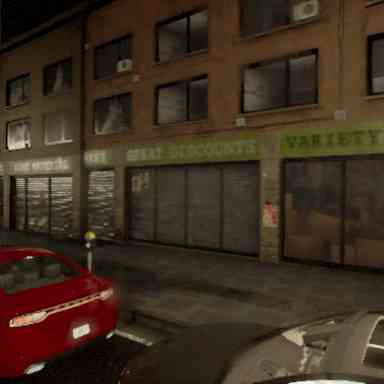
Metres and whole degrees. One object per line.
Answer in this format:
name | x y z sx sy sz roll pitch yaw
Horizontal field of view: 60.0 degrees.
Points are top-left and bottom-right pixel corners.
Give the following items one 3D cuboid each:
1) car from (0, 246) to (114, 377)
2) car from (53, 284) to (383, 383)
car | -3.155 1.546 5.318 4.507 1.381 1.887 0 1 35
car | 1.322 1.551 2.128 4.403 1.369 2.008 0 1 35
